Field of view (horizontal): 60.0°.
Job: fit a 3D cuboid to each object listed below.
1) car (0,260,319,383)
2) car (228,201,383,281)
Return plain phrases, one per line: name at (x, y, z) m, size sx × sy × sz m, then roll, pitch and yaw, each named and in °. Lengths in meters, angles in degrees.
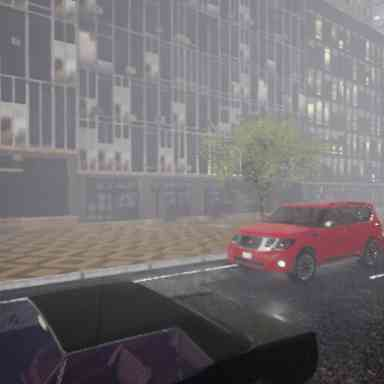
car at (-1.104, 1.607, 2.775) m, size 4.718 × 1.301 × 1.895 m, roll 1°, pitch 0°, yaw -35°
car at (3.672, 1.305, 10.171) m, size 5.566 × 2.045 × 2.150 m, roll 1°, pitch 0°, yaw -35°
